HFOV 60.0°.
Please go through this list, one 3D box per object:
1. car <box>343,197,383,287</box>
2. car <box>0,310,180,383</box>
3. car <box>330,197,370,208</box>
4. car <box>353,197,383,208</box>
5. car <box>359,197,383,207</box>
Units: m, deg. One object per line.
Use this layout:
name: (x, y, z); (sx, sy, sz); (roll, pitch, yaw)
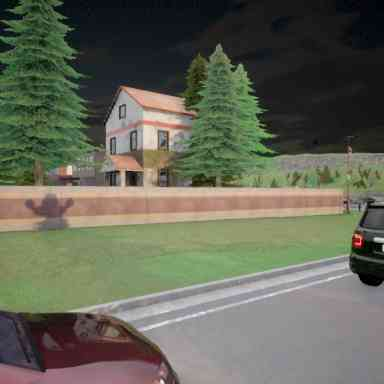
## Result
car: (6.113, 1.221, 8.137); (5.566, 2.045, 2.150); (0, 0, -35)
car: (-2.115, 1.564, 2.355); (4.181, 1.385, 1.994); (0, 0, -34)
car: (22.884, 1.491, 48.346); (2.128, 1.511, 4.902); (0, 0, -36)
car: (26.662, 1.504, 49.104); (1.837, 1.490, 4.892); (0, 0, -36)
car: (28.764, 1.563, 52.167); (1.994, 1.385, 4.181); (0, 0, -37)
